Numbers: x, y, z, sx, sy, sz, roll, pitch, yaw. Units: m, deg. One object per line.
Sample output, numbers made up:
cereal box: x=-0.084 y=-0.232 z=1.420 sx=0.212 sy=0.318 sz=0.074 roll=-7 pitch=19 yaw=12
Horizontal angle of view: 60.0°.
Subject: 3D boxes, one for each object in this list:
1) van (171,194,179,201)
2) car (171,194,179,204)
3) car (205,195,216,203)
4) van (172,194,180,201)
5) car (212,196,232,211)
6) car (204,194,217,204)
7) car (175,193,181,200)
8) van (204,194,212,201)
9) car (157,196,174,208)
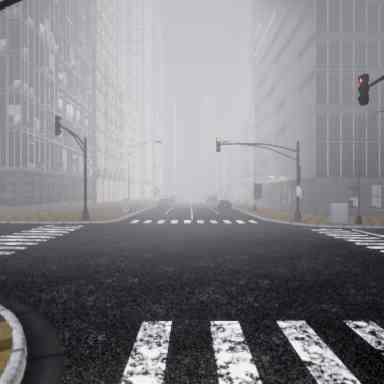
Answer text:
van: x=-4.105 y=1.321 z=80.448 sx=1.690 sy=1.788 sz=3.998 roll=0 pitch=0 yaw=0
car: x=-4.047 y=1.563 z=63.866 sx=1.947 sy=1.339 sz=4.313 roll=0 pitch=0 yaw=0
car: x=3.814 y=1.432 z=69.421 sx=1.967 sy=1.590 sz=4.097 roll=0 pitch=0 yaw=0
van: x=-4.124 y=1.314 z=85.976 sx=1.690 sy=1.788 sz=3.998 roll=0 pitch=0 yaw=0
car: x=3.959 y=1.579 z=41.784 sx=1.947 sy=1.339 sz=4.313 roll=0 pitch=0 yaw=0
car: x=3.833 y=1.312 z=63.892 sx=2.192 sy=1.841 sz=5.009 roll=0 pitch=0 yaw=0
car: x=-4.086 y=1.426 z=74.921 sx=1.967 sy=1.590 sz=4.097 roll=0 pitch=0 yaw=0
van: x=3.775 y=1.320 z=80.476 sx=1.690 sy=1.788 sz=3.998 roll=0 pitch=0 yaw=0
car: x=-3.990 y=1.592 z=47.283 sx=1.802 sy=1.307 sz=4.206 roll=0 pitch=0 yaw=0
